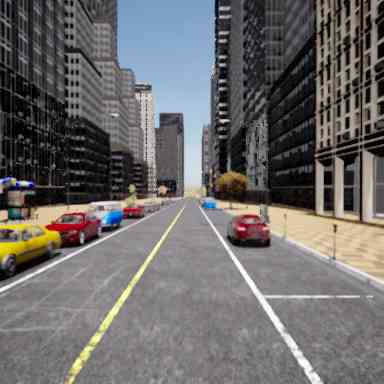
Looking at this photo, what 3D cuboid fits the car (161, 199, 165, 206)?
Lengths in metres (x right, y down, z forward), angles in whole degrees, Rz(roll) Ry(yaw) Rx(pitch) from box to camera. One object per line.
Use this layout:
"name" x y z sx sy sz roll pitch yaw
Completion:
"car" -5.715 2.019 49.984 2.008 1.369 4.403 -1 -1 0

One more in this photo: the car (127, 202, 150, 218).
"car" -5.710 1.850 33.109 1.887 1.381 4.507 -1 -1 0

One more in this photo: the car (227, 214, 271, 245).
"car" 2.675 1.730 16.237 1.802 1.307 4.206 -1 -1 0

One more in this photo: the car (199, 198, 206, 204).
"car" 2.657 2.339 83.905 1.752 1.417 4.829 -1 -1 0

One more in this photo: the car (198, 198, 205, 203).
"car" 2.655 2.495 94.983 1.947 1.339 4.313 -1 -1 0

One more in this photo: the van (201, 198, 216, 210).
"van" 2.662 1.810 49.989 1.690 1.788 3.998 -1 -1 0

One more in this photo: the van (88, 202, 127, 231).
"van" -5.711 1.541 21.861 1.690 1.788 3.998 -1 -1 0

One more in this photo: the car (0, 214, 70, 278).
"car" -5.705 1.620 10.441 1.752 1.417 4.829 -1 -1 0

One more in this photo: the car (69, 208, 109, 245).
"car" -5.706 1.692 16.235 1.887 1.381 4.507 -1 -1 0

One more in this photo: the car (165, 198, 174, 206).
"car" -5.720 2.246 72.482 2.008 1.369 4.403 -1 -1 0

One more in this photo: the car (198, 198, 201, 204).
"car" 2.661 2.021 61.237 1.967 1.590 4.097 -1 -1 0

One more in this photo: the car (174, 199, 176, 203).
"car" -5.728 2.370 94.982 1.967 1.590 4.097 -1 -1 0

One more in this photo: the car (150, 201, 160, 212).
"car" -5.713 1.964 44.359 2.008 1.369 4.403 -1 -1 0
